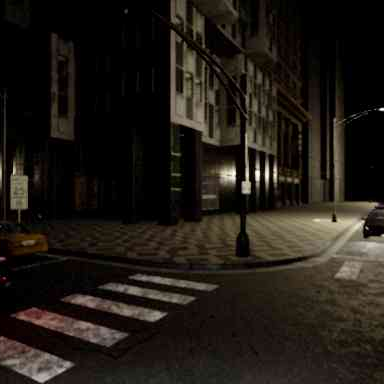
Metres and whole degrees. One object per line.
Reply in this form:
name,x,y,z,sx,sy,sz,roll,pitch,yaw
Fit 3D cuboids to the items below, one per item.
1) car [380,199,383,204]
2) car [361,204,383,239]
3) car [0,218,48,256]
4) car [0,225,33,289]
car,16.571,1.613,28.271,1.994,1.385,4.181,0,0,30
car,9.984,1.577,17.220,2.033,1.411,5.357,0,0,31
car,-7.206,1.603,11.856,4.829,1.417,1.752,0,0,31
car,-6.025,1.538,6.841,4.902,1.511,2.128,0,0,22
